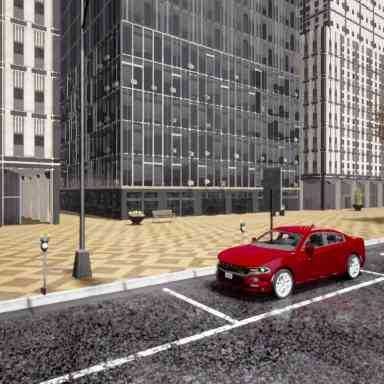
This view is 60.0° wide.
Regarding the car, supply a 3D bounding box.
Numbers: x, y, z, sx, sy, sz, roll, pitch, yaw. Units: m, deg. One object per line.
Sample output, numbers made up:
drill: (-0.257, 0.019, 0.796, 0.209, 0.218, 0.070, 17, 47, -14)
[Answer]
car: (2.611, 1.545, 8.426, 4.507, 1.381, 1.887, 0, 0, -36)
